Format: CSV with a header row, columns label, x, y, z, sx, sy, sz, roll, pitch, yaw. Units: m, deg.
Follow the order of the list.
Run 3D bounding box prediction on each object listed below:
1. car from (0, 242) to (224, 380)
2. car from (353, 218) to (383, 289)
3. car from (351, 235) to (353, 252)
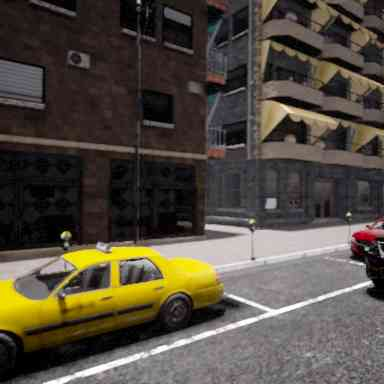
label,x,y,z,sx,sy,sz,roll,pitch,yaw
car,-1.677,1.541,5.351,4.829,1.417,1.752,0,1,-36
car,6.485,1.240,8.067,5.566,2.045,2.150,0,0,-36
car,7.487,1.571,11.974,4.507,1.381,1.887,0,1,-36
